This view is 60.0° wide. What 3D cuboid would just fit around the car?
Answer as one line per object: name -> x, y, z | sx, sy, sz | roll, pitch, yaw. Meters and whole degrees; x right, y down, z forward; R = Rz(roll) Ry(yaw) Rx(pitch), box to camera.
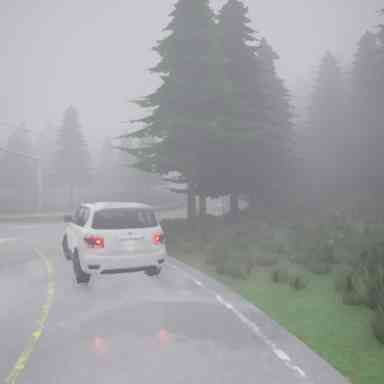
car -> -2.583, 1.304, 10.193 | 2.150, 2.045, 5.566 | 0, 0, -25
